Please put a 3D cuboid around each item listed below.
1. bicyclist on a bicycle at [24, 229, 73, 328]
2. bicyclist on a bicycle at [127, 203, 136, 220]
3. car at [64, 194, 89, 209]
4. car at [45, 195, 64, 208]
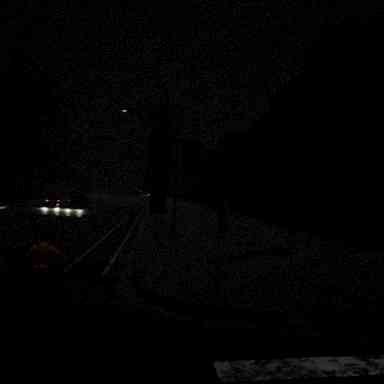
[{"bbox_3d":[-2.691,1.492,6.103,0.866,1.612,1.509,5,-4,-7],"label":"bicyclist on a bicycle"},{"bbox_3d":[-5.819,1.896,32.034,0.866,1.612,1.509,3,-1,-7],"label":"bicyclist on a bicycle"},{"bbox_3d":[-16.568,1.321,48.936,2.150,2.045,5.566,3,0,-7],"label":"car"},{"bbox_3d":[-19.806,1.296,48.622,2.097,1.767,4.553,3,0,-7],"label":"car"}]
